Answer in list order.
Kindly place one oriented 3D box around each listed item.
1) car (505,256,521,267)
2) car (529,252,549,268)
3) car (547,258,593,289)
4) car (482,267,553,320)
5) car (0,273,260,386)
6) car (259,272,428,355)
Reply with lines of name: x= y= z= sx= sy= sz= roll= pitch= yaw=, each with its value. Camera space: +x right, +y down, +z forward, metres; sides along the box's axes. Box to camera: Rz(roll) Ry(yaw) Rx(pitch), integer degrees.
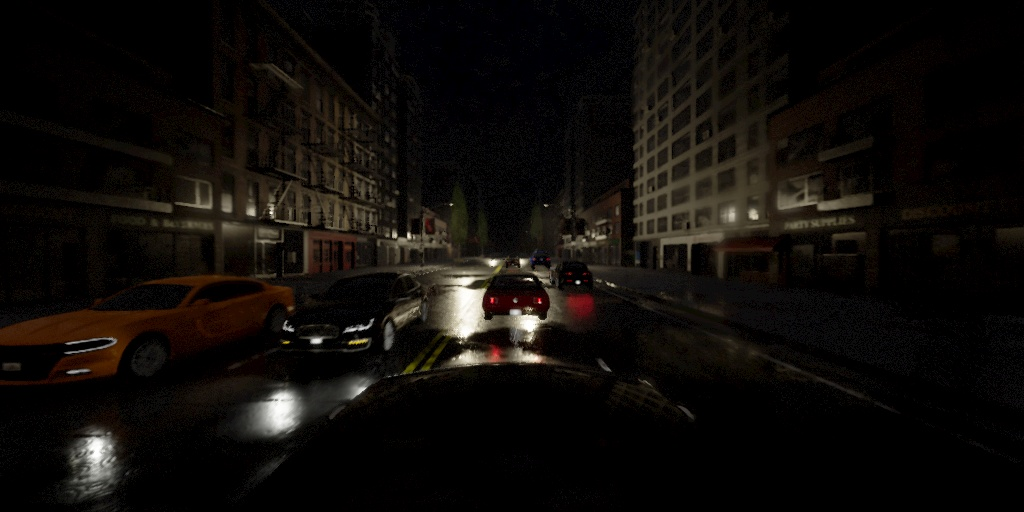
car: x=0.118 y=0.731 z=46.818 sx=1.837 sy=1.490 sz=4.892 roll=0 pitch=1 yaw=0
car: x=3.366 y=0.488 z=43.536 sx=2.150 sy=2.045 sz=5.566 roll=0 pitch=1 yaw=0
car: x=3.358 y=1.039 z=20.639 sx=1.837 sy=1.490 sz=4.892 roll=0 pitch=1 yaw=0
car: x=0.105 y=1.232 z=12.083 sx=1.895 sy=1.301 sz=4.718 roll=0 pitch=1 yaw=0
car: x=-6.580 y=1.163 z=7.218 sx=1.882 sy=1.535 sz=5.008 roll=0 pitch=1 yaw=0
car: x=-3.327 y=1.176 z=8.545 sx=1.837 sy=1.490 sz=4.892 roll=0 pitch=1 yaw=0
